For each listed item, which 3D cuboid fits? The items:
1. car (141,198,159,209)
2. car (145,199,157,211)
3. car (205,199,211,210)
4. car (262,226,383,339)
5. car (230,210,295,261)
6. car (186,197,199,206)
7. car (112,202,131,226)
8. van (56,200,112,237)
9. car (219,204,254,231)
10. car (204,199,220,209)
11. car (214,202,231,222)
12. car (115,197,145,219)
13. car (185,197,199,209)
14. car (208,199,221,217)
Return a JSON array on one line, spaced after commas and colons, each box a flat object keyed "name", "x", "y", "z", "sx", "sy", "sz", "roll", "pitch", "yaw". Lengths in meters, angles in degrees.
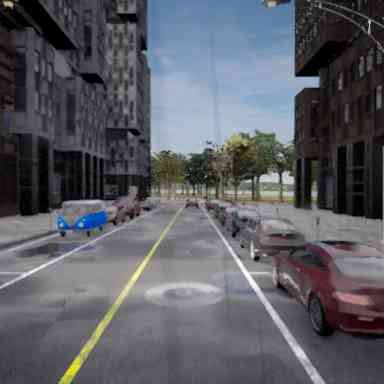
[{"name": "car", "x": -5.768, "y": 1.615, "z": 46.130, "sx": 2.008, "sy": 1.369, "sz": 4.403, "roll": -1, "pitch": 0, "yaw": 0}, {"name": "car", "x": -5.768, "y": 1.612, "z": 40.461, "sx": 1.947, "sy": 1.339, "sz": 4.313, "roll": -1, "pitch": 0, "yaw": 0}, {"name": "car", "x": 2.756, "y": 1.591, "z": 40.430, "sx": 1.887, "sy": 1.381, "sz": 4.507, "roll": -1, "pitch": 0, "yaw": 0}, {"name": "car", "x": 2.758, "y": 1.583, "z": 6.415, "sx": 1.802, "sy": 1.307, "sz": 4.206, "roll": 0, "pitch": 0, "yaw": 0}, {"name": "car", "x": 2.757, "y": 1.552, "z": 12.085, "sx": 2.008, "sy": 1.369, "sz": 4.403, "roll": 0, "pitch": 0, "yaw": 0}, {"name": "car", "x": 0.003, "y": 1.594, "z": 56.981, "sx": 2.128, "sy": 1.511, "sz": 4.902, "roll": 0, "pitch": 0, "yaw": 0}, {"name": "car", "x": -5.767, "y": 1.590, "z": 23.453, "sx": 1.802, "sy": 1.307, "sz": 4.206, "roll": 0, "pitch": 0, "yaw": 0}, {"name": "van", "x": -5.769, "y": 1.345, "z": 17.785, "sx": 1.690, "sy": 1.788, "sz": 3.998, "roll": 0, "pitch": 0, "yaw": 0}, {"name": "car", "x": 2.758, "y": 1.555, "z": 17.754, "sx": 2.008, "sy": 1.369, "sz": 4.403, "roll": 0, "pitch": 0, "yaw": 0}, {"name": "car", "x": 2.757, "y": 1.631, "z": 46.099, "sx": 1.947, "sy": 1.339, "sz": 4.313, "roll": -1, "pitch": 0, "yaw": 0}, {"name": "car", "x": 2.758, "y": 1.591, "z": 23.423, "sx": 1.802, "sy": 1.307, "sz": 4.206, "roll": 0, "pitch": 0, "yaw": 0}, {"name": "car", "x": -5.769, "y": 1.332, "z": 29.122, "sx": 2.192, "sy": 1.841, "sz": 5.009, "roll": 0, "pitch": 0, "yaw": 0}, {"name": "car", "x": 0.002, "y": 1.593, "z": 46.916, "sx": 1.812, "sy": 1.442, "sz": 4.674, "roll": 0, "pitch": 0, "yaw": 0}, {"name": "car", "x": 2.757, "y": 1.568, "z": 29.092, "sx": 2.008, "sy": 1.369, "sz": 4.403, "roll": -1, "pitch": 0, "yaw": 0}]
